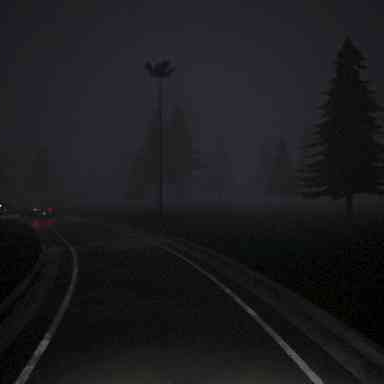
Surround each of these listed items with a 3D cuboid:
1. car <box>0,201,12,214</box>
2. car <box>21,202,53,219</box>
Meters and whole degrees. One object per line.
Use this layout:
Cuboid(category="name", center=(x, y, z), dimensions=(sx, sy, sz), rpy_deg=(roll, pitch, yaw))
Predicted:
Cuboid(category="car", center=(-22.552, 1.758, 38.156), dimensions=(4.892, 1.490, 1.837), rpy_deg=(0, 0, 34))
Cuboid(category="car", center=(-14.750, 1.706, 31.520), dimensions=(1.812, 1.442, 4.674), rpy_deg=(0, 0, -41))
